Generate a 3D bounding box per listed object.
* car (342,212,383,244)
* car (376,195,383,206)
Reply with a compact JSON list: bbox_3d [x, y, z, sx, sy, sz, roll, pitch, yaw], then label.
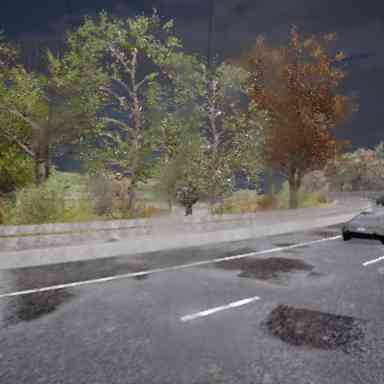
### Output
[{"bbox_3d":[9.119,1.675,16.538,4.181,1.385,1.994,0,0,-45],"label":"car"},{"bbox_3d":[36.147,1.611,61.892,2.150,2.045,5.566,0,0,14],"label":"car"}]
